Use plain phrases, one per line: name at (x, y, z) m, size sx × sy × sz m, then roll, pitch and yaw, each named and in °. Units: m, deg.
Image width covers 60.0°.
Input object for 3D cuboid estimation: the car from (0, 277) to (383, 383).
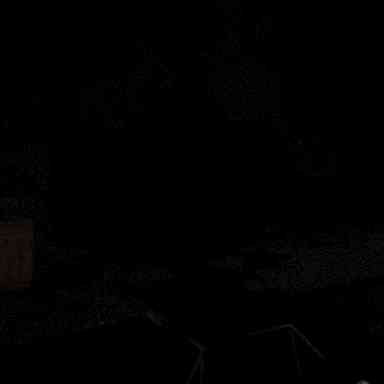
car at (-0.206, 1.597, 2.833) m, size 4.718 × 1.301 × 1.895 m, roll 0°, pitch 0°, yaw -34°
